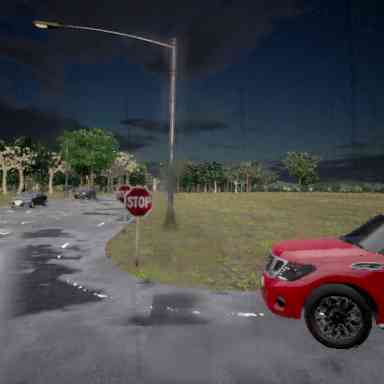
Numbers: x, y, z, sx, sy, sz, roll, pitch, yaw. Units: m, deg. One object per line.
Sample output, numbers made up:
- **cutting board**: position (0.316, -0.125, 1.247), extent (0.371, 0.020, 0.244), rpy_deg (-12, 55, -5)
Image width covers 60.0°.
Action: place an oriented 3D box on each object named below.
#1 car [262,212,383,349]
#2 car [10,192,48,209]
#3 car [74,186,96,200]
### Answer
- **car**: position (4.013, 1.275, 5.530), extent (5.566, 2.045, 2.150), rpy_deg (1, 0, 9)
- **car**: position (-14.846, 0.720, 30.525), extent (2.128, 1.511, 4.902), rpy_deg (1, 1, -4)
- **car**: position (-16.004, 0.097, 50.170), extent (2.150, 2.045, 5.566), rpy_deg (1, 1, -3)
